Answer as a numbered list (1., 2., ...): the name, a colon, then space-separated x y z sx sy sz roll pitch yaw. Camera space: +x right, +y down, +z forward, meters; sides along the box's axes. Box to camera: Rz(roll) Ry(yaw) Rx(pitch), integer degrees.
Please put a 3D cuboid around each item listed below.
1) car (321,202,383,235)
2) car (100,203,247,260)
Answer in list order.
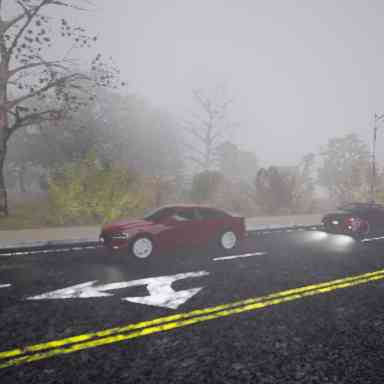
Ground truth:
1. car: 8.324 1.231 16.436 4.181 1.385 1.994 0 2 -32
2. car: -0.481 1.134 11.018 5.008 1.535 1.882 0 2 -31
